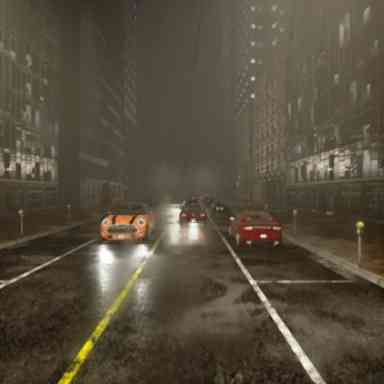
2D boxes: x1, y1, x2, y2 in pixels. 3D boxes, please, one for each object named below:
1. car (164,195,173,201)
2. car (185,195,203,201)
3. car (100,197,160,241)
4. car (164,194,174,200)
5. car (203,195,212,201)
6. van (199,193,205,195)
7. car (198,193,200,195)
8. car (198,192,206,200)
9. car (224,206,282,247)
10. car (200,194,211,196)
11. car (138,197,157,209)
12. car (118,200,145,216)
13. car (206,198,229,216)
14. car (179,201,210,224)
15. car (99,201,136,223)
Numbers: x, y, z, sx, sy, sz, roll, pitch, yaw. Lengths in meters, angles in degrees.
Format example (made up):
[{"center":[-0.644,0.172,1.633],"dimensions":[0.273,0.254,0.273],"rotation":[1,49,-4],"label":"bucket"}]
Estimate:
[{"center":[-5.722,1.320,77.183],"dimensions":[1.752,1.417,4.829],"rotation":[0,0,0],"label":"car"},{"center":[0.081,1.468,42.288],"dimensions":[1.994,1.385,4.181],"rotation":[0,0,0],"label":"car"},{"center":[-3.007,1.321,16.445],"dimensions":[2.097,1.767,4.553],"rotation":[0,0,0],"label":"car"},{"center":[-5.724,1.324,83.046],"dimensions":[2.008,1.369,4.403],"rotation":[0,0,0],"label":"car"},{"center":[2.673,1.468,43.193],"dimensions":[1.947,1.339,4.313],"rotation":[0,0,0],"label":"car"},{"center":[2.667,1.193,60.270],"dimensions":[1.690,1.788,3.998],"rotation":[0,0,0],"label":"van"},{"center":[2.664,1.274,65.962],"dimensions":[1.967,1.590,4.097],"rotation":[0,0,0],"label":"car"},{"center":[2.655,1.067,88.730],"dimensions":[2.192,1.841,5.009],"rotation":[0,0,0],"label":"car"},{"center":[2.685,1.518,14.732],"dimensions":[1.887,1.381,4.507],"rotation":[0,0,0],"label":"car"},{"center":[2.669,1.436,54.577],"dimensions":[1.947,1.339,4.313],"rotation":[0,0,0],"label":"car"},{"center":[-5.707,1.447,43.197],"dimensions":[1.887,1.381,4.507],"rotation":[0,0,0],"label":"car"},{"center":[-5.703,1.515,31.813],"dimensions":[1.802,1.307,4.206],"rotation":[0,0,0],"label":"car"},{"center":[2.678,1.498,31.809],"dimensions":[1.947,1.339,4.313],"rotation":[0,0,0],"label":"car"},{"center":[0.090,1.553,24.008],"dimensions":[1.895,1.301,4.718],"rotation":[0,0,0],"label":"car"},{"center":[-5.700,1.492,26.119],"dimensions":[1.887,1.381,4.507],"rotation":[0,0,0],"label":"car"}]
